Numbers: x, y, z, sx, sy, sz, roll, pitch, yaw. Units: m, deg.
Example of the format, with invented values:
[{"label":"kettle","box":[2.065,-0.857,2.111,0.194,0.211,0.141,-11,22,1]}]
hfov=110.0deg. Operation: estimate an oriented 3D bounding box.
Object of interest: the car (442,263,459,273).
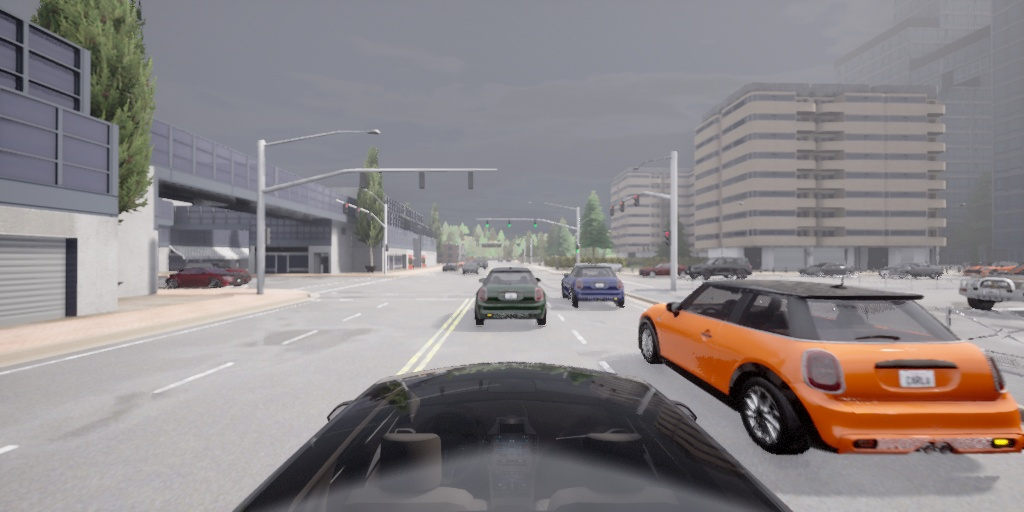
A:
[{"label":"car","box":[-8.529,1.611,49.794,1.895,1.301,4.718,0,0,-2]}]

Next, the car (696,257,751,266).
[{"label":"car","box":[18.846,1.137,32.797,5.566,2.045,2.150,0,0,-2]}]

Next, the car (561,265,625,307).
[{"label":"car","box":[3.470,1.179,16.100,2.097,1.767,4.553,0,0,1]}]

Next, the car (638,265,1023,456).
[{"label":"car","box":[3.568,1.120,5.302,2.097,1.767,4.553,0,0,-1]}]

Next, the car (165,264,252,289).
[{"label":"car","box":[-19.956,1.433,23.535,4.181,1.385,1.994,0,0,-2]}]

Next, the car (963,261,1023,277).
[{"label":"car","box":[50.057,1.338,37.316,4.553,1.767,2.097,0,0,-2]}]

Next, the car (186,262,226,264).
[{"label":"car","box":[-22.317,1.243,26.966,4.553,1.767,2.097,0,0,-1]}]

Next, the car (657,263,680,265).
[{"label":"car","box":[15.363,1.411,36.173,5.008,1.535,1.882,0,0,-2]}]

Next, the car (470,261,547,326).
[{"label":"car","box":[-0.065,1.157,12.109,2.097,1.767,4.553,0,0,-1]}]

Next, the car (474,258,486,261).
[{"label":"car","box":[-5.440,1.287,59.815,2.150,2.045,5.566,0,-1,-2]}]

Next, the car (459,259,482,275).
[{"label":"car","box":[-4.856,1.476,42.579,1.837,1.490,4.892,0,0,-2]}]

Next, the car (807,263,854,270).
[{"label":"car","box":[32.193,1.438,36.771,4.892,1.490,1.837,0,0,-2]}]

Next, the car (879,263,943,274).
[{"label":"car","box":[37.043,1.407,33.434,4.902,1.511,2.128,0,0,-2]}]
